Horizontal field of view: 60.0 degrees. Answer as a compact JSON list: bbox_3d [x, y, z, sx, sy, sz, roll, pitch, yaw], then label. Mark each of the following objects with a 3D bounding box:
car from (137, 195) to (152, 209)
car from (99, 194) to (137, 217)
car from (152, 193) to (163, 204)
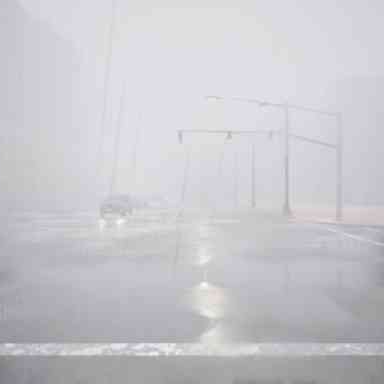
[{"bbox_3d":[-6.966,1.311,43.460,2.097,1.767,4.553,0,0,0],"label":"car"},{"bbox_3d":[-7.001,1.191,31.204,2.150,2.045,5.566,0,0,0],"label":"car"},{"bbox_3d":[-6.817,1.145,64.986,2.150,2.045,5.566,0,0,0],"label":"car"}]
